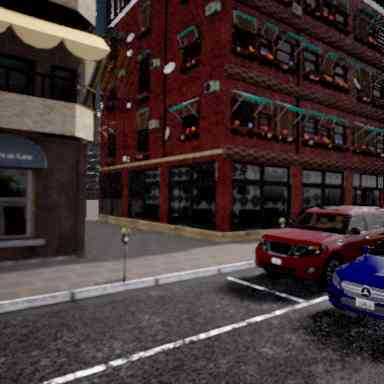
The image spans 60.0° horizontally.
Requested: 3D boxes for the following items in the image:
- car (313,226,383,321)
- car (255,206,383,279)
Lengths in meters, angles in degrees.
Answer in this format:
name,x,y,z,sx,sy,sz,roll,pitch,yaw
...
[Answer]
name,x,y,z,sx,sy,sz,roll,pitch,yaw
car,4.695,1.564,6.742,4.674,1.442,1.812,0,0,-36
car,4.083,1.359,9.471,5.009,1.841,2.192,0,1,-36
